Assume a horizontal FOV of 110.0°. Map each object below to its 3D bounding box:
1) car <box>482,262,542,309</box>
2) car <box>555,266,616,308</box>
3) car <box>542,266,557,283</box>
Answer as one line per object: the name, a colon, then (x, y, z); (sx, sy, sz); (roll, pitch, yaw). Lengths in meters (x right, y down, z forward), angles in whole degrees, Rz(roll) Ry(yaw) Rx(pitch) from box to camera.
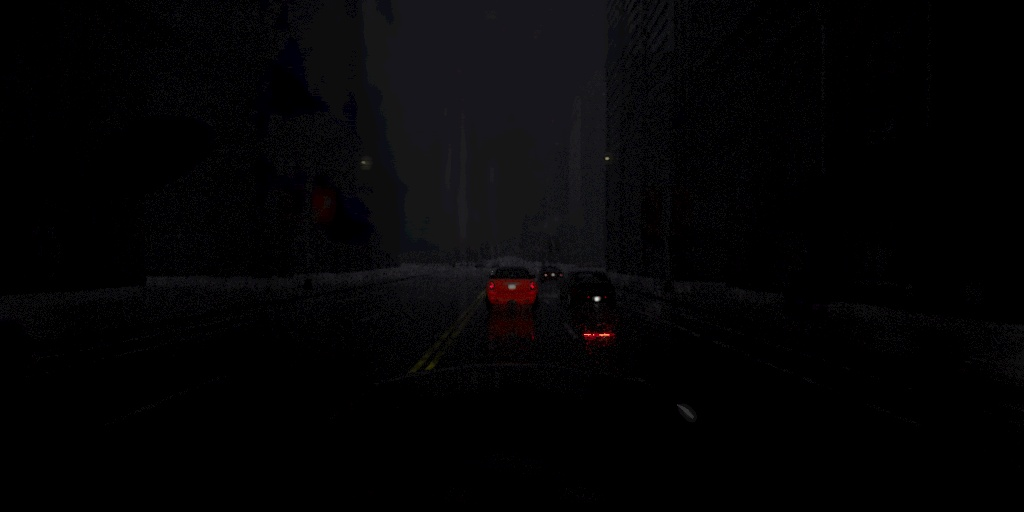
car: (0.010, 1.235, 15.918); (2.097, 1.767, 4.553); (0, -1, 0)
car: (3.263, 1.395, 16.151); (1.837, 1.490, 4.892); (0, 0, 0)
car: (3.267, 1.572, 30.832); (2.033, 1.411, 5.357); (0, 0, 0)
